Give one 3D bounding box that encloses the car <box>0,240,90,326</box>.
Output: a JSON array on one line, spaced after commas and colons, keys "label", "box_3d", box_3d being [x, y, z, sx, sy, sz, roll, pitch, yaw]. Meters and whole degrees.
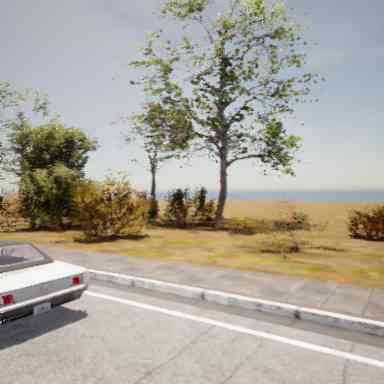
[{"label": "car", "box_3d": [-4.340, 1.634, 6.634, 4.718, 1.301, 1.895, 0, 0, 32]}]
